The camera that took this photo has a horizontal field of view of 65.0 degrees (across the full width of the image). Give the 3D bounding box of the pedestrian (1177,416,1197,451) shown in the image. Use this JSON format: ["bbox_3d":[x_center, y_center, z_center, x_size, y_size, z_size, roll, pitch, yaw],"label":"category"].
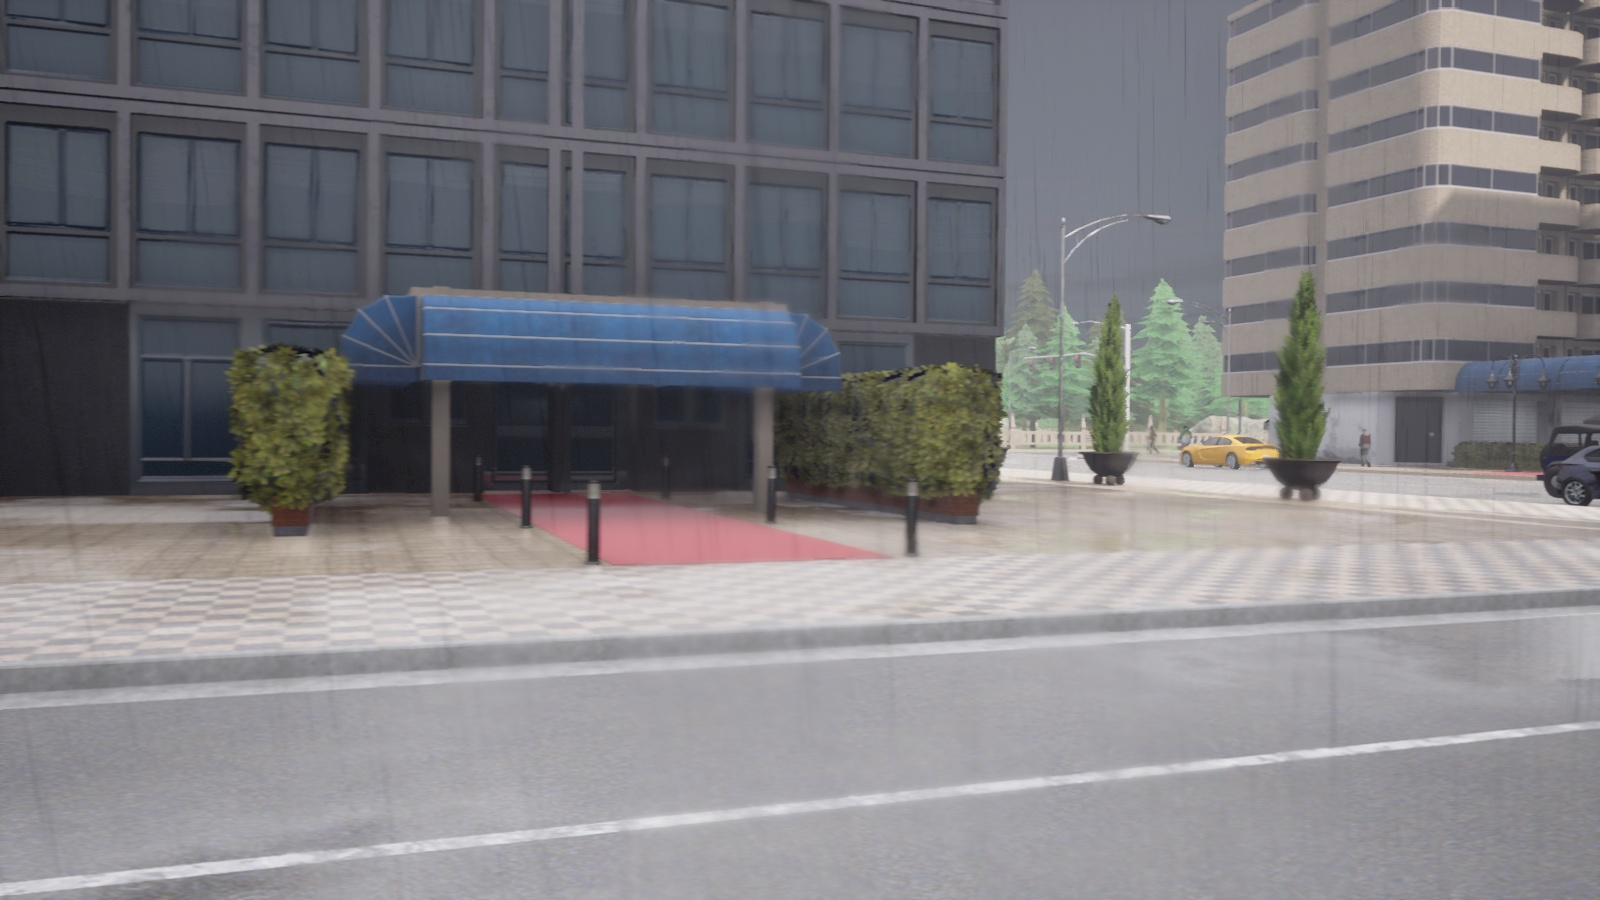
[{"bbox_3d":[21.348,-0.908,69.307,0.659,1.952,0.873,-1,1,-18],"label":"pedestrian"}]

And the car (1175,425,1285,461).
[{"bbox_3d":[19.019,-0.339,55.845,1.882,1.535,5.008,-1,1,-20],"label":"car"}]

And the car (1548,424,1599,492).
[{"bbox_3d":[18.528,0.175,26.803,1.816,1.474,4.193,-1,1,-20],"label":"car"}]

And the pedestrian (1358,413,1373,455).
[{"bbox_3d":[24.985,-0.718,55.485,0.376,1.854,0.720,-1,1,5],"label":"pedestrian"}]

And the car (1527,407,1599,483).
[{"bbox_3d":[20.581,-0.139,31.344,1.905,1.878,3.866,-1,1,-20],"label":"car"}]
